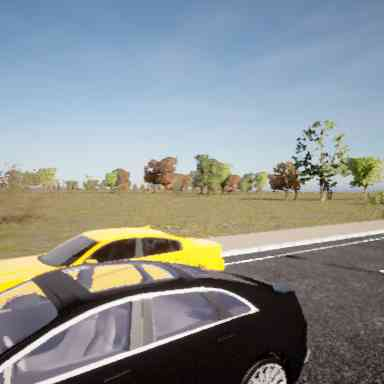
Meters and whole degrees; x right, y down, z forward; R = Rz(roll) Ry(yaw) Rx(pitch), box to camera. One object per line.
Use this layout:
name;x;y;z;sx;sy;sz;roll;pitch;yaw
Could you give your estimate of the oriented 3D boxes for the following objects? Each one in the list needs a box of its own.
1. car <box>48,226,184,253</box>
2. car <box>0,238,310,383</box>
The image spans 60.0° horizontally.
car;-1.622;1.477;6.523;5.008;1.535;1.882;0;0;-36
car;-0.983;1.491;2.986;4.902;1.511;2.128;0;0;-36
